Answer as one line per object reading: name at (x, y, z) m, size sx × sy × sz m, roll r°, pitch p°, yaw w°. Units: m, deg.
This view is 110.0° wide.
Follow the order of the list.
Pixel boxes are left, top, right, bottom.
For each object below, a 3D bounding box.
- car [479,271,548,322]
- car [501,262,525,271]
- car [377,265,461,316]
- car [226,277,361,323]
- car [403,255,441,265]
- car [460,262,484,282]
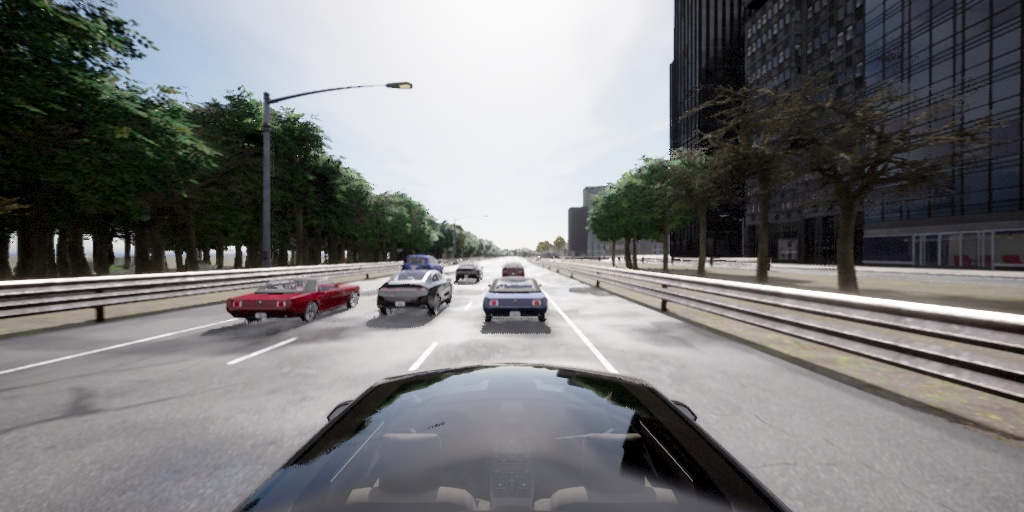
car at (0.098, 1.356, 12.359) m, size 1.895 × 1.301 × 4.718 m, roll 0°, pitch 0°, yaw 0°
car at (0.103, 1.235, 30.415) m, size 1.882 × 1.535 × 5.008 m, roll 0°, pitch 0°, yaw 0°
car at (-3.401, 1.247, 13.342) m, size 2.128 × 1.511 × 4.902 m, roll 0°, pitch 0°, yaw 0°
car at (-6.902, 1.356, 12.091) m, size 1.895 × 1.301 × 4.718 m, roll 0°, pitch 0°, yaw 0°
car at (-6.897, 0.978, 27.953) m, size 2.150 × 2.045 × 5.566 m, roll 0°, pitch 0°, yaw 0°
car at (-3.398, 1.262, 29.019) m, size 1.837 × 1.490 × 4.892 m, roll 0°, pitch 0°, yaw 0°
